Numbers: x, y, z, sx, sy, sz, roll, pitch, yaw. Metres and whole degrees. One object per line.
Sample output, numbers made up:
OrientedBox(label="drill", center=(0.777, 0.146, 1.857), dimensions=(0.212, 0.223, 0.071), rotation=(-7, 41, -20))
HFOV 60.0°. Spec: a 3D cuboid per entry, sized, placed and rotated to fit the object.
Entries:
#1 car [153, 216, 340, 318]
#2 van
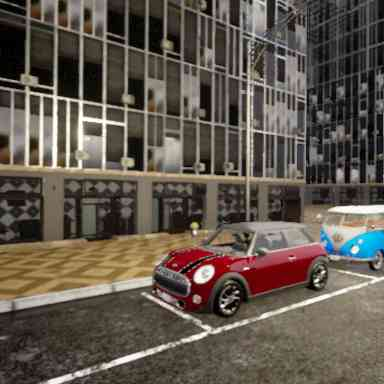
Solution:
OrientedBox(label="car", center=(1.155, 1.439, 7.370), dimensions=(4.097, 1.590, 1.967), rotation=(0, 1, -35))
OrientedBox(label="van", center=(5.777, 1.337, 10.664), dimensions=(3.998, 1.788, 1.690), rotation=(0, 1, -35))
